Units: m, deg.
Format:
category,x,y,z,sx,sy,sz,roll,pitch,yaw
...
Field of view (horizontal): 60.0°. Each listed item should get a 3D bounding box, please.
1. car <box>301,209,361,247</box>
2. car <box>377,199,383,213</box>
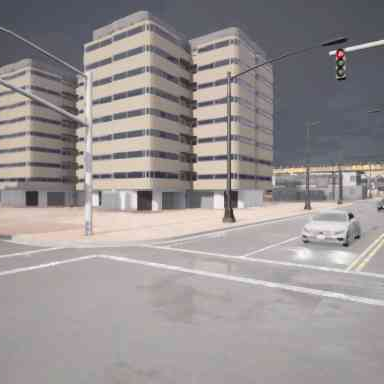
category,x,y,z,sx,sy,sz,roll,pitch,yaw
car,6.511,1.539,15.262,1.812,1.442,4.674,0,0,35
car,21.749,1.488,36.811,2.128,1.511,4.902,0,0,35
